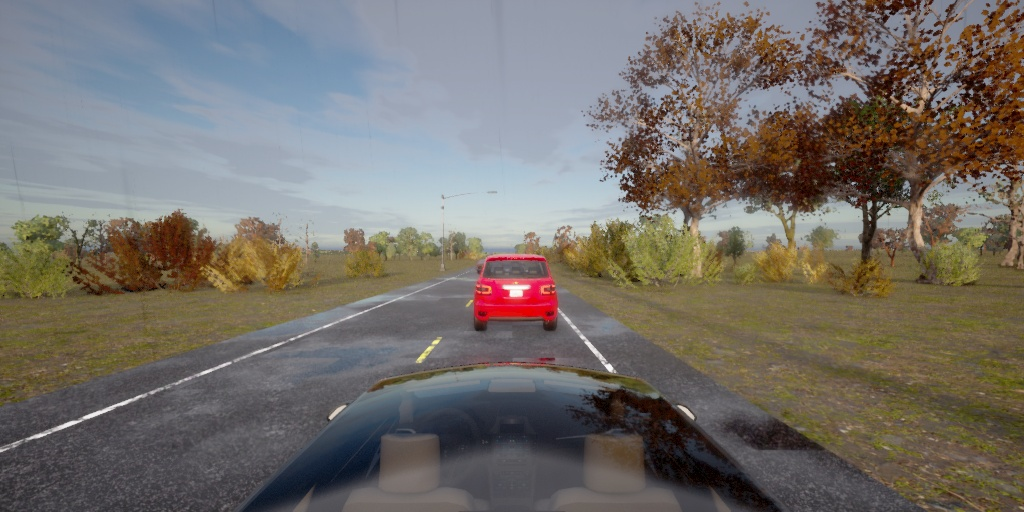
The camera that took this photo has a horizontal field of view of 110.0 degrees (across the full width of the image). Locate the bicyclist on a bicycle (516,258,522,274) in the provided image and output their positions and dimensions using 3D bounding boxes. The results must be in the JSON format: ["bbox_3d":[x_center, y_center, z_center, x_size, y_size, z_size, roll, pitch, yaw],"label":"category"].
[{"bbox_3d":[0.771,1.106,40.266,0.659,1.776,1.843,0,0,0],"label":"bicyclist on a bicycle"}]

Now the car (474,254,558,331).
[{"bbox_3d":[0.075,0.968,11.074,2.150,2.045,5.566,0,0,-1],"label":"car"}]

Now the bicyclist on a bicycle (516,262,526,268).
[{"bbox_3d":[0.850,1.109,30.253,0.659,1.776,1.843,0,0,0],"label":"bicyclist on a bicycle"}]

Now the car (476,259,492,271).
[{"bbox_3d":[-3.887,1.211,49.931,1.882,1.535,5.008,0,0,-1],"label":"car"}]
